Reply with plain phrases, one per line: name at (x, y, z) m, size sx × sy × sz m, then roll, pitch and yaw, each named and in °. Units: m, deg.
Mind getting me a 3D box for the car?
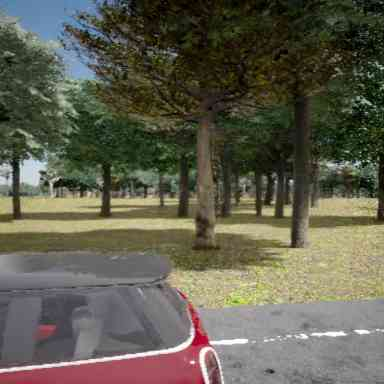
car at (-2.012, 1.359, 2.746) m, size 4.553 × 1.767 × 2.097 m, roll 0°, pitch 0°, yaw -10°
